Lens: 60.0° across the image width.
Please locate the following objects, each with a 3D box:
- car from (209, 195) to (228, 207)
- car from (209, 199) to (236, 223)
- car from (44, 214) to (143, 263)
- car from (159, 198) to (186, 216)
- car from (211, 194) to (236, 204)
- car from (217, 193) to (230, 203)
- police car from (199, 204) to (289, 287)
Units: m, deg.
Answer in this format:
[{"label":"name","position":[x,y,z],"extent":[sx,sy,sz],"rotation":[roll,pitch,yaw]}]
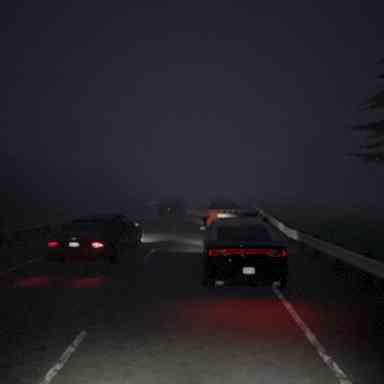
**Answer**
[{"label":"car","position":[3.617,1.151,44.216],"extent":[2.128,1.511,4.902],"rotation":[0,0,9]},{"label":"car","position":[2.262,1.314,24.759],"extent":[1.837,1.490,4.892],"rotation":[0,0,5]},{"label":"car","position":[-3.082,1.458,11.531],"extent":[2.033,1.411,5.357],"rotation":[0,0,3]},{"label":"car","position":[-1.645,1.248,29.783],"extent":[1.882,1.535,5.008],"rotation":[0,0,6]},{"label":"car","position":[1.773,1.205,18.880],"extent":[2.097,1.767,4.553],"rotation":[0,0,4]},{"label":"car","position":[5.481,1.035,57.606],"extent":[1.882,1.535,5.008],"rotation":[0,0,8]},{"label":"police car","position":[1.240,1.353,9.255],"extent":[1.930,1.638,5.238],"rotation":[0,0,2]}]
